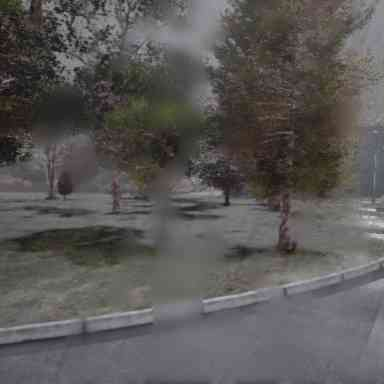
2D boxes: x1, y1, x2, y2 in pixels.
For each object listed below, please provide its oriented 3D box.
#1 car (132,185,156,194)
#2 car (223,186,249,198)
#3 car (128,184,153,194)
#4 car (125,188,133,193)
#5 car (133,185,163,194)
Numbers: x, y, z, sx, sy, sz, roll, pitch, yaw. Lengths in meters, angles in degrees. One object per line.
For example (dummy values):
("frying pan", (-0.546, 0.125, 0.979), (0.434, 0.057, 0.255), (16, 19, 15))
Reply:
("car", (-11.771, -0.566, 81.678), (5.566, 2.045, 2.435), (2, -1, -11))
("car", (7.173, -0.121, 48.679), (5.566, 2.045, 2.150), (4, 0, 41))
("car", (-12.276, -0.610, 78.719), (5.566, 2.045, 2.435), (2, 0, -12))
("car", (-12.694, -0.397, 75.785), (4.892, 1.521, 2.231), (2, 0, -12))
("car", (-5.919, -0.312, 50.570), (4.902, 1.511, 2.128), (0, -1, 11))
